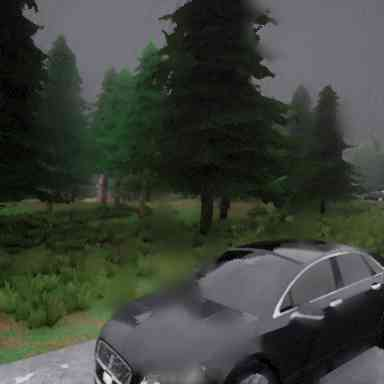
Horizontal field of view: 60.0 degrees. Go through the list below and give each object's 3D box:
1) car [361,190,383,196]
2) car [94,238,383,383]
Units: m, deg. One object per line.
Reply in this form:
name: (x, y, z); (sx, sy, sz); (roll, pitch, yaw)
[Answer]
car: (23.824, 0.527, 42.600); (1.882, 1.535, 5.008); (4, 1, -13)
car: (1.172, 1.475, 4.524); (4.892, 1.490, 1.837); (0, 0, -36)
